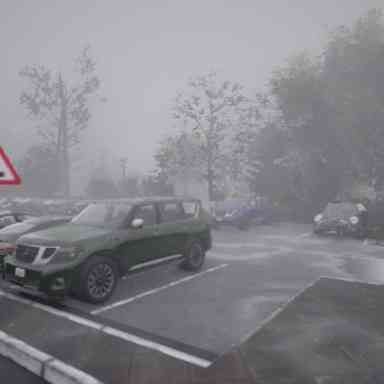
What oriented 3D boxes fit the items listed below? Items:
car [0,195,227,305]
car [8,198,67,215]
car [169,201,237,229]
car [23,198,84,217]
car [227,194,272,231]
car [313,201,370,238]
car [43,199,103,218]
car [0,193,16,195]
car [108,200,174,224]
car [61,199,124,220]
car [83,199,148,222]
[{"bbox_3d":[-1.617,1.149,8.470,2.435,2.045,5.566,0,0,35],"label":"car"},{"bbox_3d":[-15.432,1.388,33.459,2.097,1.535,5.008,0,0,35],"label":"car"},{"bbox_3d":[0.890,1.402,22.093,2.231,1.521,4.892,0,0,35],"label":"car"},{"bbox_3d":[-13.111,1.390,31.852,2.097,1.535,5.008,0,0,35],"label":"car"},{"bbox_3d":[3.085,1.149,20.520,2.435,2.045,5.566,0,0,35],"label":"car"},{"bbox_3d":[7.806,1.263,17.185,2.185,1.767,4.553,1,0,35],"label":"car"},{"bbox_3d":[-10.679,1.422,30.185,2.163,1.488,4.792,0,0,35],"label":"car"},{"bbox_3d":[-17.727,1.260,35.104,2.185,1.767,4.553,0,0,35],"label":"car"},{"bbox_3d":[-3.749,1.400,25.312,2.231,1.521,4.892,0,0,35],"label":"car"},{"bbox_3d":[-8.382,1.395,28.542,2.097,1.535,5.008,0,0,35],"label":"car"},{"bbox_3d":[-6.066,1.397,26.926,2.097,1.535,5.008,0,0,35],"label":"car"}]
